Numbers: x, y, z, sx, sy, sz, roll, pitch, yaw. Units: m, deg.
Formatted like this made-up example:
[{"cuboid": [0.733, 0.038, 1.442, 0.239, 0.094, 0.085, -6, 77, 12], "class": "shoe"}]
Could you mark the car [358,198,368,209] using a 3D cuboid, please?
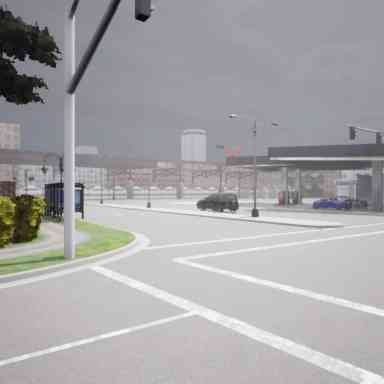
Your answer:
[{"cuboid": [21.152, 1.455, 44.188, 1.970, 1.475, 3.806, 0, 0, -35], "class": "car"}]

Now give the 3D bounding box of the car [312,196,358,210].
[{"cuboid": [16.887, 1.294, 40.263, 2.242, 1.667, 4.611, 0, 0, -35], "class": "car"}]

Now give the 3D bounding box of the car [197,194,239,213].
[{"cuboid": [2.859, 1.220, 37.451, 2.150, 2.045, 5.566, 0, 0, -35], "class": "car"}]
